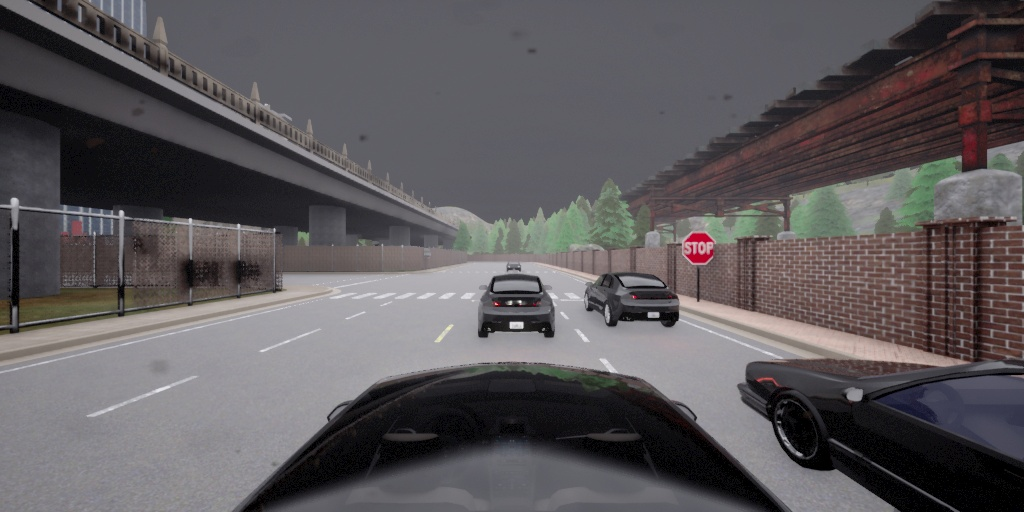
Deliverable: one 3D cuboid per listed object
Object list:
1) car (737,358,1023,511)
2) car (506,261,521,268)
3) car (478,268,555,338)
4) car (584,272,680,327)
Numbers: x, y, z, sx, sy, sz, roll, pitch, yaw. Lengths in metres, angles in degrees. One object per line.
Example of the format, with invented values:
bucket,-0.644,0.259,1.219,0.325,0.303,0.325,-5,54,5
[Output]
car,3.600,1.297,1.788,2.033,1.411,5.357,0,0,0
car,0.213,1.349,46.362,1.895,1.301,4.718,0,0,-1
car,0.104,1.254,10.177,1.837,1.490,4.892,0,0,0
car,3.606,1.254,11.534,1.837,1.490,4.892,0,0,0
